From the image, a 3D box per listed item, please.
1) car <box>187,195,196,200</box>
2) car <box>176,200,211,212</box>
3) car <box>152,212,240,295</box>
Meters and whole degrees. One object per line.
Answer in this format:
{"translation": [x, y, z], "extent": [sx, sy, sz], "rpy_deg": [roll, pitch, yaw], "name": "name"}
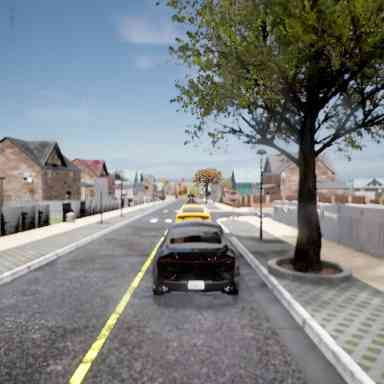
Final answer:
{"translation": [-0.170, 1.902, 76.016], "extent": [1.895, 1.301, 4.718], "rpy_deg": [0, -1, 0], "name": "car"}
{"translation": [0.082, 1.482, 19.319], "extent": [1.882, 1.535, 5.008], "rpy_deg": [0, 0, 0], "name": "car"}
{"translation": [0.080, 1.499, 8.654], "extent": [1.837, 1.490, 4.892], "rpy_deg": [0, 0, 0], "name": "car"}
